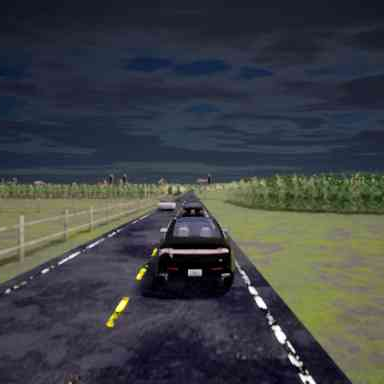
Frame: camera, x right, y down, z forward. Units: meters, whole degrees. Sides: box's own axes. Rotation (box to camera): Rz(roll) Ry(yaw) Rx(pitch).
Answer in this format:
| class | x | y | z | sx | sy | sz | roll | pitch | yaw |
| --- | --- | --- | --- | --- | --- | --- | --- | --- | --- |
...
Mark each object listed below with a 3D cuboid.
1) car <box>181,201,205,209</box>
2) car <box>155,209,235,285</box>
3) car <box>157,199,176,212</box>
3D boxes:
| class | x | y | z | sx | sy | sz | roll | pitch | yaw |
| --- | --- | --- | --- | --- | --- | --- | --- | --- | --- |
| car | 0.084 | 1.459 | 27.287 | 2.033 | 1.411 | 5.357 | 0 | 0 | 0 |
| car | 0.071 | 1.465 | 9.402 | 2.128 | 1.511 | 4.902 | 0 | 0 | 0 |
| car | -2.851 | 1.469 | 37.682 | 1.895 | 1.301 | 4.718 | 0 | 0 | 0 |
